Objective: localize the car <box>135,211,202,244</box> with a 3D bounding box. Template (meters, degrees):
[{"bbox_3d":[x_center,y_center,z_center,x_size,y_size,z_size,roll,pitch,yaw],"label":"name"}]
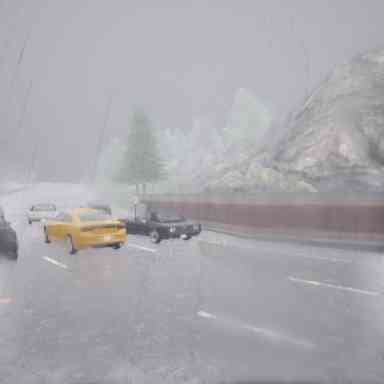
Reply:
[{"bbox_3d":[-1.731,1.536,15.512,1.895,1.301,4.718,0,0,-39],"label":"car"}]

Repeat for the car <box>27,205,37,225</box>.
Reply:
[{"bbox_3d":[-10.349,1.502,23.280,1.895,1.301,4.718,0,0,-23],"label":"car"}]

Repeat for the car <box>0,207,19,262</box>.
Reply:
[{"bbox_3d":[-7.184,1.446,11.122,1.837,1.490,4.892,0,0,-39],"label":"car"}]

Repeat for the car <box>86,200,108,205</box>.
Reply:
[{"bbox_3d":[-7.108,1.396,24.601,1.837,1.490,4.892,0,0,-23],"label":"car"}]

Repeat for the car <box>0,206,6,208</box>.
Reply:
[{"bbox_3d":[-13.567,1.389,21.903,2.128,1.511,4.902,0,0,-23],"label":"car"}]

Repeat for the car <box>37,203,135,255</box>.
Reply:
[{"bbox_3d":[-4.447,1.415,13.304,1.882,1.535,5.008,0,0,-39],"label":"car"}]
